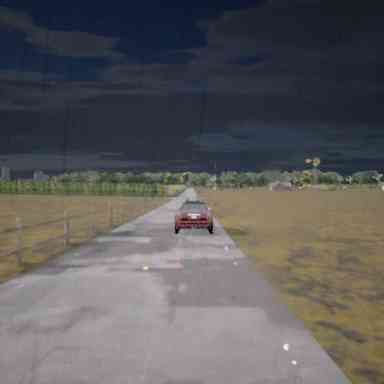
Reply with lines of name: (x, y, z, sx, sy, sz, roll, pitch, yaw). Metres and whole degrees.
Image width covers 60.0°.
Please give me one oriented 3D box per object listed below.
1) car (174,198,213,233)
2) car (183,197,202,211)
car: (0.099, 1.333, 19.583, 2.097, 1.767, 4.553, 0, 0, 0)
car: (0.099, 1.408, 39.987, 2.128, 1.511, 4.902, 0, 0, 0)
